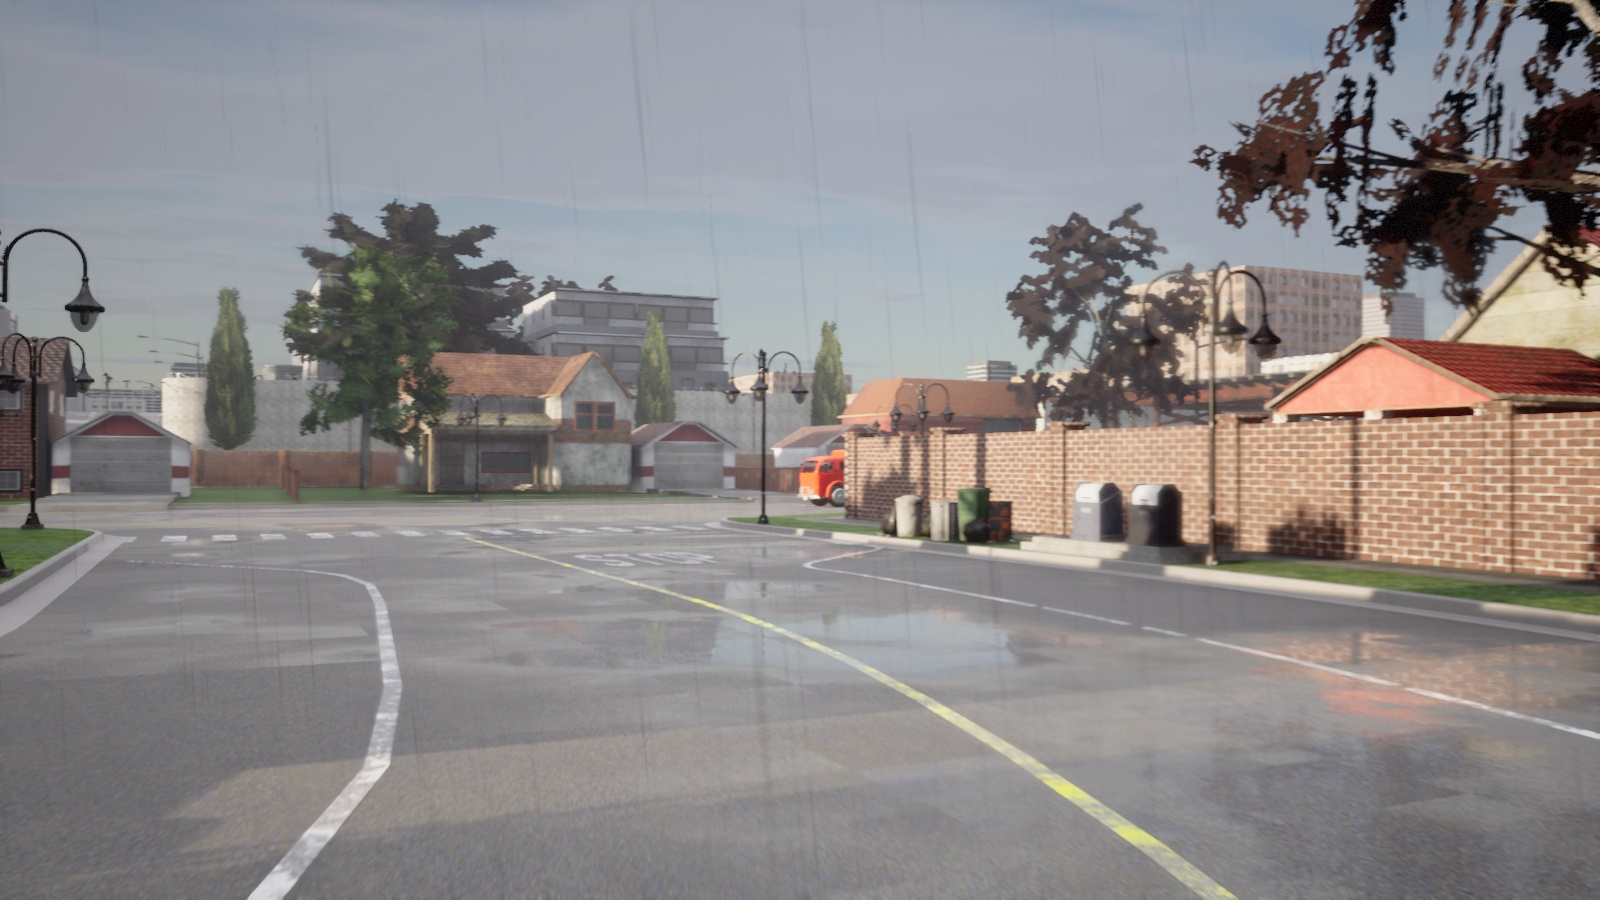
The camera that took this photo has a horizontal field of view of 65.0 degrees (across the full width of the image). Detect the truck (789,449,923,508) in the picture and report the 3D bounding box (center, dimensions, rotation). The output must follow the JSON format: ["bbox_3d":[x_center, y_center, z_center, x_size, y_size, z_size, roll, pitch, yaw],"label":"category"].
[{"bbox_3d":[2.461,1.204,55.008,5.204,2.467,2.627,0,0,-25],"label":"truck"}]
